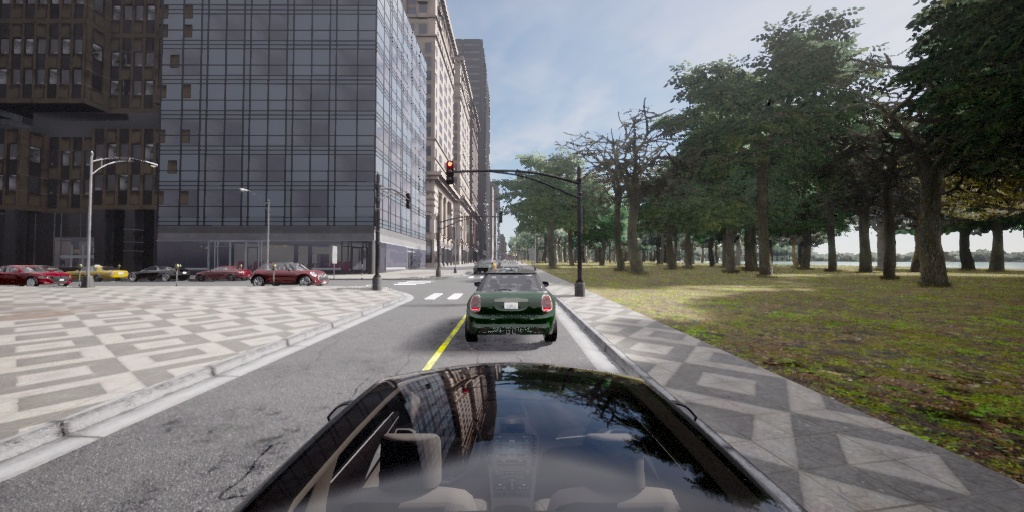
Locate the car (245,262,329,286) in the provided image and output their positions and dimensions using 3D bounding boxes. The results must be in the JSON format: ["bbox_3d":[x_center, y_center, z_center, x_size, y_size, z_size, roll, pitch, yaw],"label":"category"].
[{"bbox_3d":[-13.599,1.119,22.174,4.097,1.591,1.967,0,0,-1],"label":"car"}]

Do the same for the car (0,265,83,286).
[{"bbox_3d":[-30.030,1.234,22.103,4.507,1.381,1.888,0,0,0],"label":"car"}]

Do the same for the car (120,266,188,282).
[{"bbox_3d":[-30.061,1.480,30.626,4.313,1.339,1.948,0,0,0],"label":"car"}]

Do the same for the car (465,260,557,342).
[{"bbox_3d":[-0.010,1.108,9.968,2.097,1.767,4.553,0,0,0],"label":"car"}]

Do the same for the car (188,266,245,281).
[{"bbox_3d":[-24.575,1.493,30.649,4.207,1.307,1.802,0,0,0],"label":"car"}]

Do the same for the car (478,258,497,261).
[{"bbox_3d":[-3.218,1.180,41.241,2.097,1.767,4.553,0,0,0],"label":"car"}]

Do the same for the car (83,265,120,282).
[{"bbox_3d":[-35.719,1.443,30.601,4.829,1.417,1.751,0,0,0],"label":"car"}]
